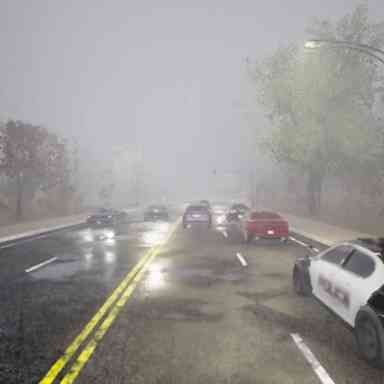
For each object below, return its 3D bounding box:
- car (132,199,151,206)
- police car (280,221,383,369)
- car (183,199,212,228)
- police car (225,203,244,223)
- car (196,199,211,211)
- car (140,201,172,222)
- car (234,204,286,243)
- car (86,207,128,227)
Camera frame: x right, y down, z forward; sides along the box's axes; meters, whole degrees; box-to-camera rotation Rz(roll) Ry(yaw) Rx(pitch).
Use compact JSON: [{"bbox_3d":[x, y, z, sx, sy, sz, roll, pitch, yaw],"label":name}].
[{"bbox_3d":[-9.719,2.115,66.903,4.718,1.301,1.895,-1,-1,20],"label":"car"},{"bbox_3d":[3.270,1.552,5.879,2.038,1.542,4.974,0,0,1],"label":"police car"},{"bbox_3d":[0.402,1.587,23.510,2.033,1.649,4.856,0,0,2],"label":"car"},{"bbox_3d":[3.800,1.690,27.721,2.038,1.542,4.974,0,0,2],"label":"police car"},{"bbox_3d":[1.708,1.775,47.615,1.882,1.535,5.008,0,0,4],"label":"car"},{"bbox_3d":[-2.777,1.742,27.826,1.994,1.385,4.181,0,0,2],"label":"car"},{"bbox_3d":[3.450,1.596,16.802,1.882,1.535,5.008,0,0,1],"label":"car"},{"bbox_3d":[-6.168,1.755,24.487,1.895,1.301,4.718,0,0,2],"label":"car"}]
